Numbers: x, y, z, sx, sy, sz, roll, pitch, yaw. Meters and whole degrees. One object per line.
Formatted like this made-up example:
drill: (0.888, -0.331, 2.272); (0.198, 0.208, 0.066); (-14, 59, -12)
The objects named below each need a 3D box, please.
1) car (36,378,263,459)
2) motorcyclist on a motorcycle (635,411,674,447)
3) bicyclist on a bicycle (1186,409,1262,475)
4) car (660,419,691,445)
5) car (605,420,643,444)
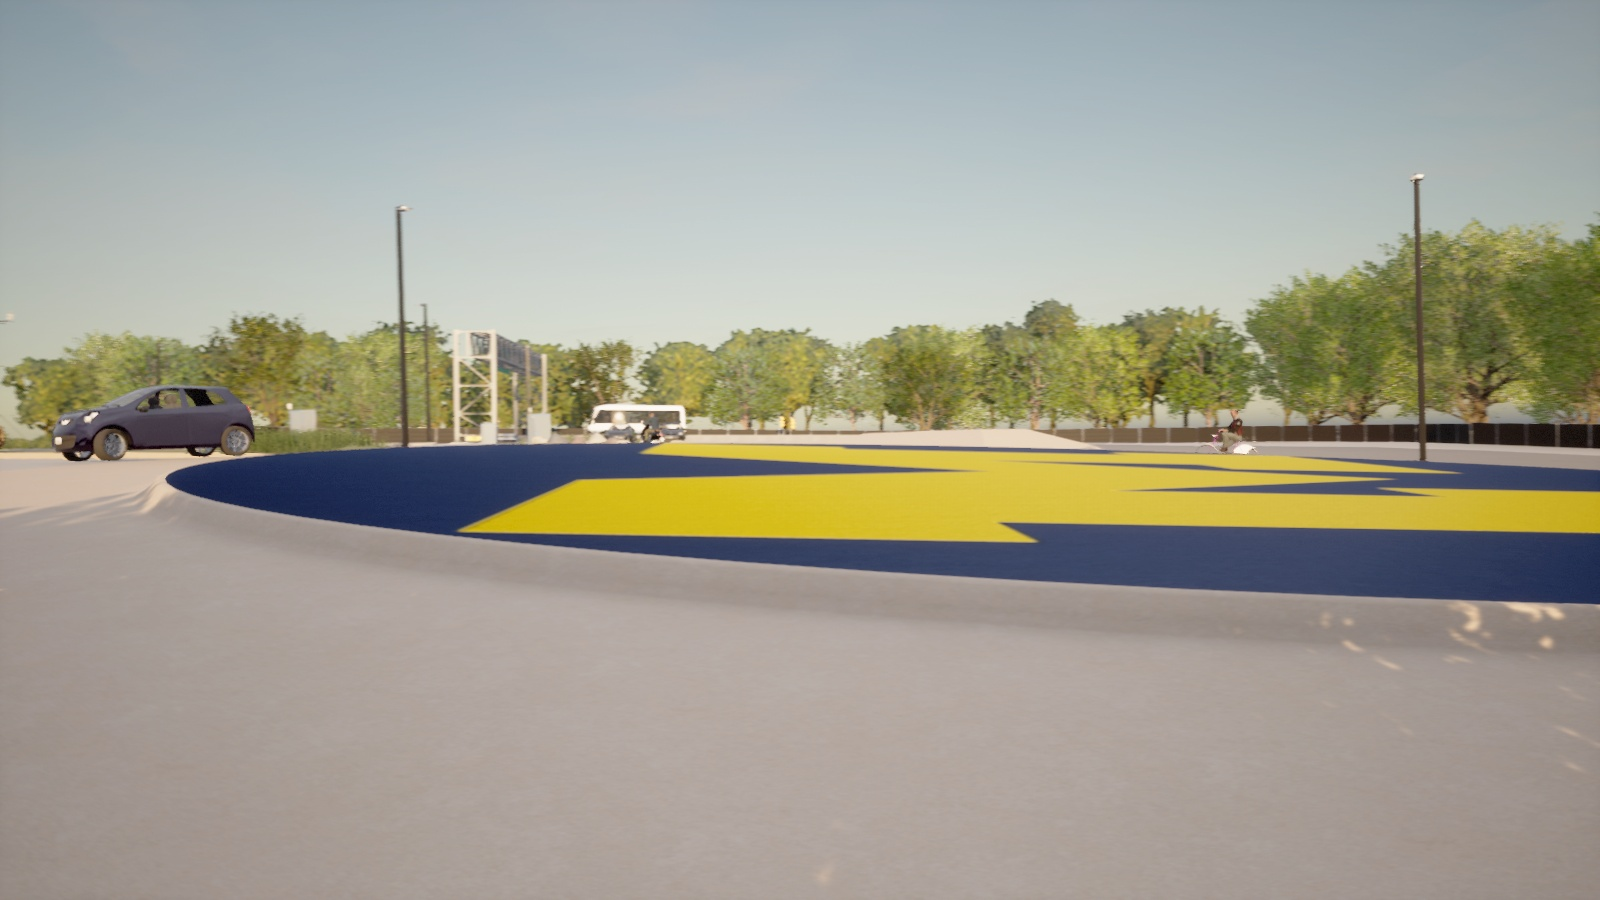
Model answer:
car: (-13.176, -0.646, 25.597); (1.845, 1.501, 3.633); (-1, 1, 37)
motorcyclist on a motorcycle: (-6.628, -0.982, 56.993); (0.866, 1.590, 1.817); (-1, 3, -42)
bicyclist on a bicycle: (12.166, -0.228, 36.088); (1.843, 1.776, 0.659); (3, 3, 0)
car: (-8.279, -1.192, 83.673); (1.851, 1.617, 3.988); (0, 0, -3)
car: (-11.900, -1.177, 85.114); (2.007, 1.525, 4.514); (1, 0, -1)
